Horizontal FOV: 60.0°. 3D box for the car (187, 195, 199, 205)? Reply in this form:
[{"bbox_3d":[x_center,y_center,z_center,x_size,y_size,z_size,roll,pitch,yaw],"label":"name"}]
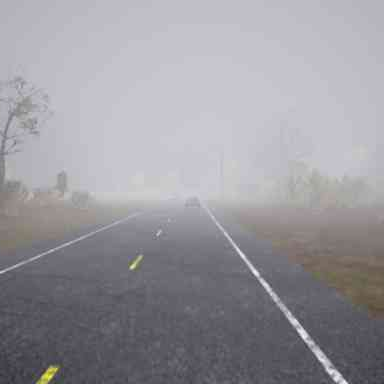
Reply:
[{"bbox_3d":[0.106,1.273,53.532,1.837,1.490,4.892,0,1,0],"label":"car"}]

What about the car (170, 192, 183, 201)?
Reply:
[{"bbox_3d":[-3.497,1.031,70.164,2.097,1.767,4.553,0,0,0],"label":"car"}]

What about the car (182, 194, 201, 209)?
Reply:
[{"bbox_3d":[0.105,1.318,41.410,2.128,1.511,4.902,0,0,0],"label":"car"}]
